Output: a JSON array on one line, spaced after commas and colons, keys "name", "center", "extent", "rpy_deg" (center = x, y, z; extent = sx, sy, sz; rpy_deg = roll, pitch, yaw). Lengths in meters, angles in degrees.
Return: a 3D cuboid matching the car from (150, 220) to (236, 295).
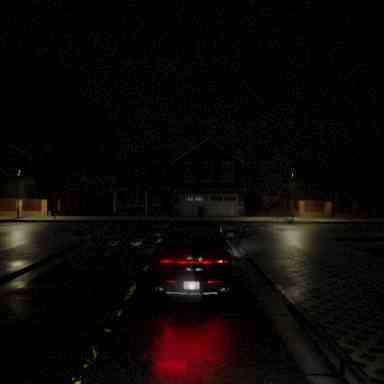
[{"name": "car", "center": [0.070, 1.505, 8.701], "extent": [1.837, 1.490, 4.892], "rpy_deg": [0, 0, 2]}]
